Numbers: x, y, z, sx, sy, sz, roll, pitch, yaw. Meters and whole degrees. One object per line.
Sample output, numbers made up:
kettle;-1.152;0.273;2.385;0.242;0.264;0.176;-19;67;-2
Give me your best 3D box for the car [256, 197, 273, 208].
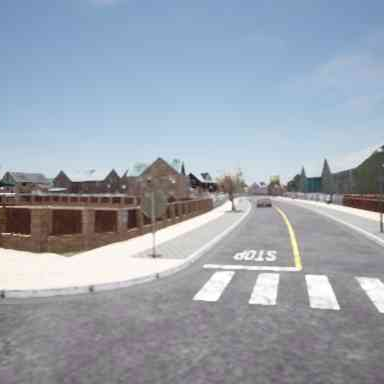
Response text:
car;9.583;1.352;44.206;1.994;1.385;4.181;-1;0;11
